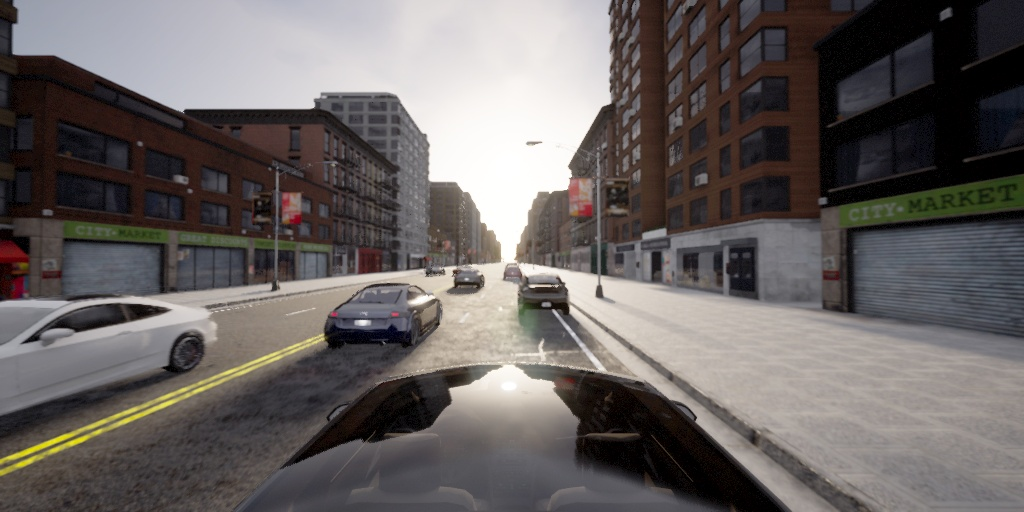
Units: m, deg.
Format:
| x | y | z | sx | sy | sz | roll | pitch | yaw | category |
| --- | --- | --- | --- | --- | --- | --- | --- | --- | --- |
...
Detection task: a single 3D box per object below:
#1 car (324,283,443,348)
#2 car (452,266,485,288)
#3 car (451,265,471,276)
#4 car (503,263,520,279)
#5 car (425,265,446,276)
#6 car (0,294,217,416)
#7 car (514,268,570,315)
| x | y | z | sx | sy | sz | roll | pitch | yaw | category |
| --- | --- | --- | --- | --- | --- | --- | --- | --- | --- |
| -3.148 | 1.408 | 9.578 | 1.994 | 1.385 | 4.181 | 0 | -1 | 0 | car |
| -3.138 | 1.617 | 26.886 | 1.994 | 1.385 | 4.181 | 0 | -1 | 0 | car |
| -6.575 | 1.897 | 46.604 | 1.895 | 1.301 | 4.718 | 0 | -1 | 0 | car |
| 0.066 | 1.770 | 39.333 | 1.994 | 1.385 | 4.181 | 0 | -1 | 0 | car |
| -9.822 | 1.855 | 46.163 | 1.994 | 1.385 | 4.181 | 0 | -1 | 0 | car |
| -6.599 | 1.316 | 5.046 | 1.812 | 1.442 | 4.674 | 0 | -1 | 0 | car |
| 1.143 | 1.406 | 14.331 | 1.837 | 1.490 | 4.892 | 0 | -1 | 0 | car |
